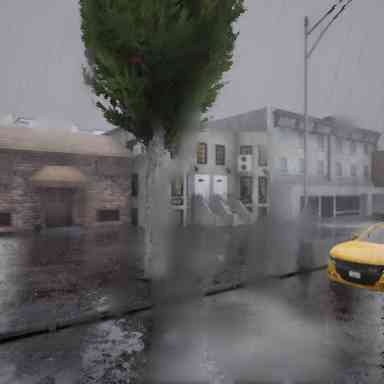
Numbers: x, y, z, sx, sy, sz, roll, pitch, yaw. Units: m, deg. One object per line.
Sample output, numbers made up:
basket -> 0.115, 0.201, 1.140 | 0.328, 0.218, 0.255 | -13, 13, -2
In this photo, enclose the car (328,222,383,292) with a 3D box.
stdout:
car -> 5.528, 1.524, 8.627 | 5.008, 1.535, 1.882 | 1, 0, -36
